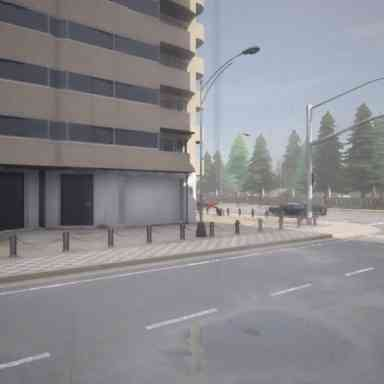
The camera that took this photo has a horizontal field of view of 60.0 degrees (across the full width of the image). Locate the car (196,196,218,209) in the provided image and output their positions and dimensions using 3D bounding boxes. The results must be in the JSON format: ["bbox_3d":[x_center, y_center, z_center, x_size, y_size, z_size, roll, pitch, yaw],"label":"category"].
[{"bbox_3d":[1.551,1.656,46.670,1.895,1.301,4.718,0,0,-36],"label":"car"}]

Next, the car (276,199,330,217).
[{"bbox_3d":[11.084,1.533,33.446,1.882,1.535,5.008,0,0,-36],"label":"car"}]

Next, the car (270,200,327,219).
[{"bbox_3d":[9.395,1.656,29.806,1.895,1.301,4.718,0,0,-36],"label":"car"}]

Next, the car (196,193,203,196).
[{"bbox_3d":[-0.048,1.277,61.101,2.150,2.045,5.566,0,0,-35],"label":"car"}]

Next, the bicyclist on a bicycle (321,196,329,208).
[{"bbox_3d":[17.379,1.356,43.494,1.656,1.620,0.582,0,0,-36],"label":"bicyclist on a bicycle"}]
